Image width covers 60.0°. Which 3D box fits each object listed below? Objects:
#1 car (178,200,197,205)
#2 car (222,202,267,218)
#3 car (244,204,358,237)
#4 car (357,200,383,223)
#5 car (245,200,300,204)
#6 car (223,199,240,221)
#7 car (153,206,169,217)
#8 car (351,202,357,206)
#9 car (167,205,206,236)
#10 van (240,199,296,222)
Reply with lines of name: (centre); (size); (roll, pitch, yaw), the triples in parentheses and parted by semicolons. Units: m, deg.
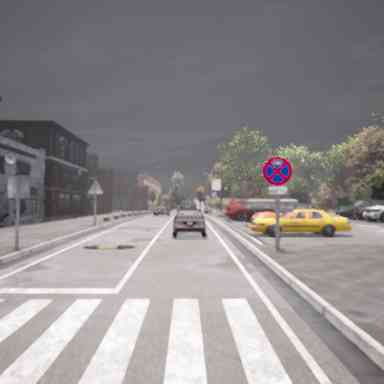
car: (-0.519, 2.064, 41.470); (2.150, 2.045, 5.566); (0, -3, -1)
car: (5.690, 1.949, 36.499); (4.553, 1.767, 2.185); (0, -2, -1)
car: (5.876, 1.621, 18.402); (5.366, 1.575, 1.946); (0, -1, -1)
car: (18.085, 1.643, 29.180); (5.566, 2.045, 2.435); (0, -2, -1)
car: (6.033, 1.550, 21.326); (4.553, 1.767, 2.185); (0, -1, -1)
car: (5.836, 1.643, 30.553); (5.566, 2.045, 2.435); (0, -1, -1)
car: (-3.967, 2.490, 43.496); (1.994, 1.385, 4.181); (0, -3, -1)
car: (18.037, 1.976, 31.964); (4.892, 1.521, 2.231); (0, -2, -1)
car: (-0.169, 1.693, 19.434); (2.033, 1.411, 5.357); (0, -1, -1)
van: (6.057, 1.516, 24.365); (4.442, 1.987, 1.878); (0, -1, -1)
